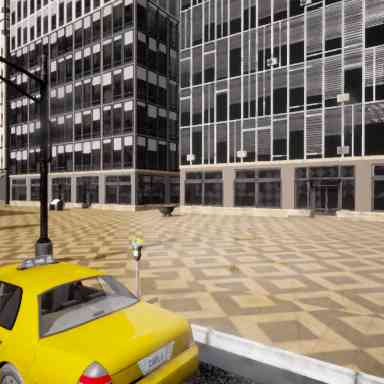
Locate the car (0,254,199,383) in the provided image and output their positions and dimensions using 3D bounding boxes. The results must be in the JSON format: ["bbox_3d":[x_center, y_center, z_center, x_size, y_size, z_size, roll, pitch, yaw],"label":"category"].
[{"bbox_3d":[-2.204,1.526,4.465,4.829,1.417,1.752,0,0,36],"label":"car"}]
